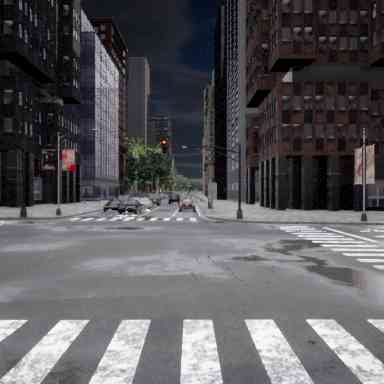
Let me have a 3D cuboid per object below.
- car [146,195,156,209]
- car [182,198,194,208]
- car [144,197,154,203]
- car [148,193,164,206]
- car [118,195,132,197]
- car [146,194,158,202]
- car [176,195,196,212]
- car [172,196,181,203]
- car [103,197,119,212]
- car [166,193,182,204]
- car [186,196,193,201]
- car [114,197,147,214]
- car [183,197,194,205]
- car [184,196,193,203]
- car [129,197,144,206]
[{"bbox_3d":[-6.433,1.548,45.316,1.812,1.442,4.674,0,0,0],"label":"car"},{"bbox_3d":[-0.596,1.614,49.847,1.802,1.307,4.206,0,0,0],"label":"car"},{"bbox_3d":[-9.226,1.669,71.515,1.802,1.307,4.206,0,0,0],"label":"car"},{"bbox_3d":[-6.472,1.268,55.959,2.150,2.045,5.566,0,0,0],"label":"car"},{"bbox_3d":[-9.096,1.335,44.385,2.192,1.841,5.009,0,0,0],"label":"car"},{"bbox_3d":[-9.253,1.417,76.941,2.192,1.841,5.009,0,0,0],"label":"car"},{"bbox_3d":[-0.544,1.448,38.997,1.967,1.590,4.097,0,0,0],"label":"car"},{"bbox_3d":[-3.468,1.651,75.398,1.994,1.385,4.181,0,0,0],"label":"car"},{"bbox_3d":[-9.069,1.574,38.959,1.947,1.339,4.313,0,0,0],"label":"car"},{"bbox_3d":[-3.328,1.292,64.429,2.150,2.045,5.566,0,0,0],"label":"car"},{"bbox_3d":[-0.806,1.696,93.246,1.887,1.381,4.507,0,0,0],"label":"car"},{"bbox_3d":[-6.385,1.547,35.090,2.033,1.411,5.357,0,0,0],"label":"car"},{"bbox_3d":[-0.648,1.603,60.697,1.887,1.381,4.507,0,0,0],"label":"car"},{"bbox_3d":[-0.701,1.613,71.717,1.752,1.417,4.829,0,0,0],"label":"car"},{"bbox_3d":[-9.146,1.570,55.067,1.752,1.417,4.829,0,0,0],"label":"car"}]
